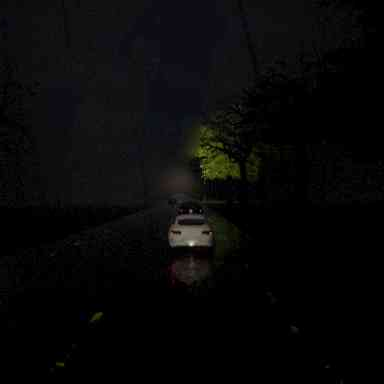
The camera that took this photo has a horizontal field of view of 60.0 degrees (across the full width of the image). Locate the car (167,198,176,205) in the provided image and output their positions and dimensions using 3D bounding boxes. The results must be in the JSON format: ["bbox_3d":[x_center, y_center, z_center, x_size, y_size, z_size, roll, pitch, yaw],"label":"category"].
[{"bbox_3d":[-4.157,2.054,70.997,1.994,1.385,4.181,0,0,-1],"label":"car"}]

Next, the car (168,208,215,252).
[{"bbox_3d":[-0.018,1.657,14.398,1.812,1.442,4.674,0,0,0],"label":"car"}]

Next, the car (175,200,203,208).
[{"bbox_3d":[-0.100,1.611,29.084,2.097,1.767,4.553,0,-1,0],"label":"car"}]
